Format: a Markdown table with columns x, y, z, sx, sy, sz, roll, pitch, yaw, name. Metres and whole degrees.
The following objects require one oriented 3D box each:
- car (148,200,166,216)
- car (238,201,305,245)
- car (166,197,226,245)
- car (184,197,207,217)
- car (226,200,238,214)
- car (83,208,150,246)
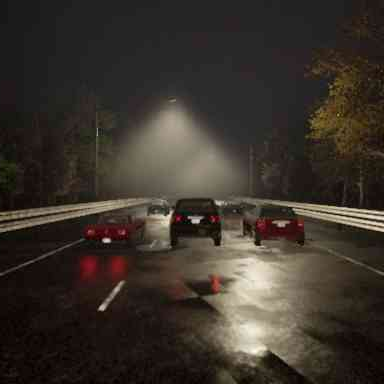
| x | y | z | sx | sy | sz | roll | pitch | yaw | name |
| --- | --- | --- | --- | --- | --- | --- | --- | --- | --- |
| -3.145 | 1.529 | 32.217 | 2.128 | 1.511 | 4.902 | 0 | 0 | 1 | car |
| 3.664 | 1.372 | 15.701 | 2.097 | 1.767 | 4.553 | 0 | 0 | 0 | car |
| 0.169 | 1.241 | 15.716 | 2.150 | 2.045 | 5.566 | 0 | 0 | 0 | car |
| 0.351 | 1.390 | 31.934 | 2.097 | 1.767 | 4.553 | 0 | 0 | 1 | car |
| 3.855 | 1.530 | 32.182 | 2.128 | 1.511 | 4.902 | 0 | 0 | 1 | car |
| -3.339 | 1.620 | 15.333 | 1.895 | 1.301 | 4.718 | 0 | 0 | 0 | car |
